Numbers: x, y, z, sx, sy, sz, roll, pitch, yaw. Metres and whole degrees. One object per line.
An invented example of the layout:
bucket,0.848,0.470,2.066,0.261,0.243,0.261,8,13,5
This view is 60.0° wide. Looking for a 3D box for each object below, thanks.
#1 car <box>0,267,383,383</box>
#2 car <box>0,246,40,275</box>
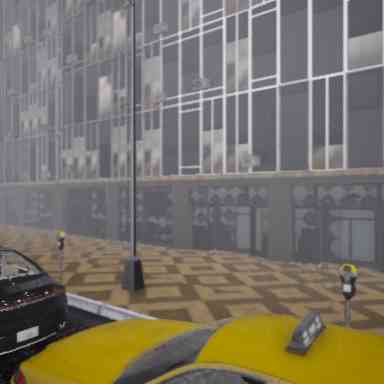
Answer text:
car,0.536,1.527,2.338,4.829,1.417,1.752,0,0,35
car,-3.846,1.561,5.462,4.403,1.369,2.008,0,0,35
